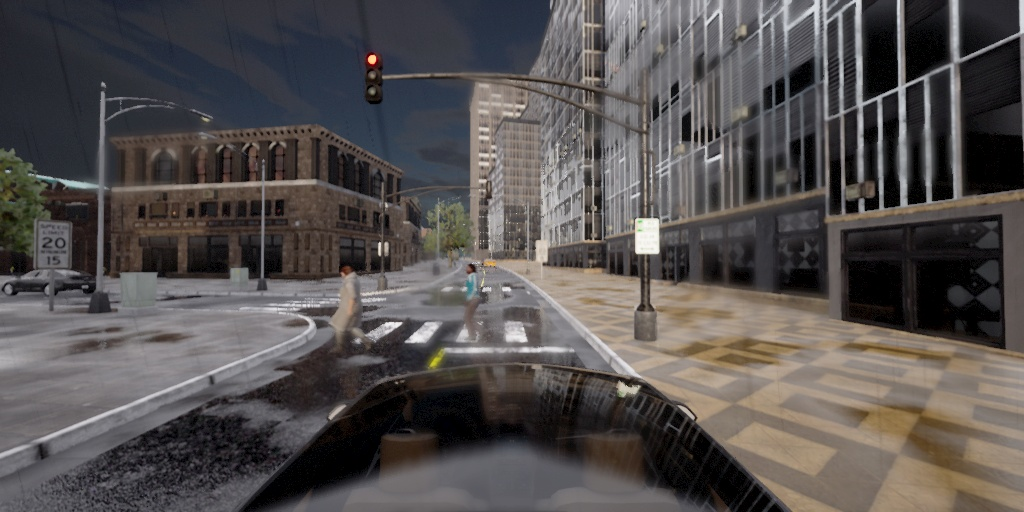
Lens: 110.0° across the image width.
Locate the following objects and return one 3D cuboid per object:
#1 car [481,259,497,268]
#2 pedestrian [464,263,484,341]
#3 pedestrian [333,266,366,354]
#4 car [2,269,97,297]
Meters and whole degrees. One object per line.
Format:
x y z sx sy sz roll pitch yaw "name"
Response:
-3.603 1.172 58.540 1.882 1.535 5.008 0 0 -7 "car"
-0.921 1.039 8.339 0.375 1.860 0.375 1 -1 -1 "pedestrian"
-3.347 1.039 7.398 0.375 1.860 0.375 1 -1 -1 "pedestrian"
-24.241 1.366 18.883 4.403 1.370 2.007 0 0 9 "car"
